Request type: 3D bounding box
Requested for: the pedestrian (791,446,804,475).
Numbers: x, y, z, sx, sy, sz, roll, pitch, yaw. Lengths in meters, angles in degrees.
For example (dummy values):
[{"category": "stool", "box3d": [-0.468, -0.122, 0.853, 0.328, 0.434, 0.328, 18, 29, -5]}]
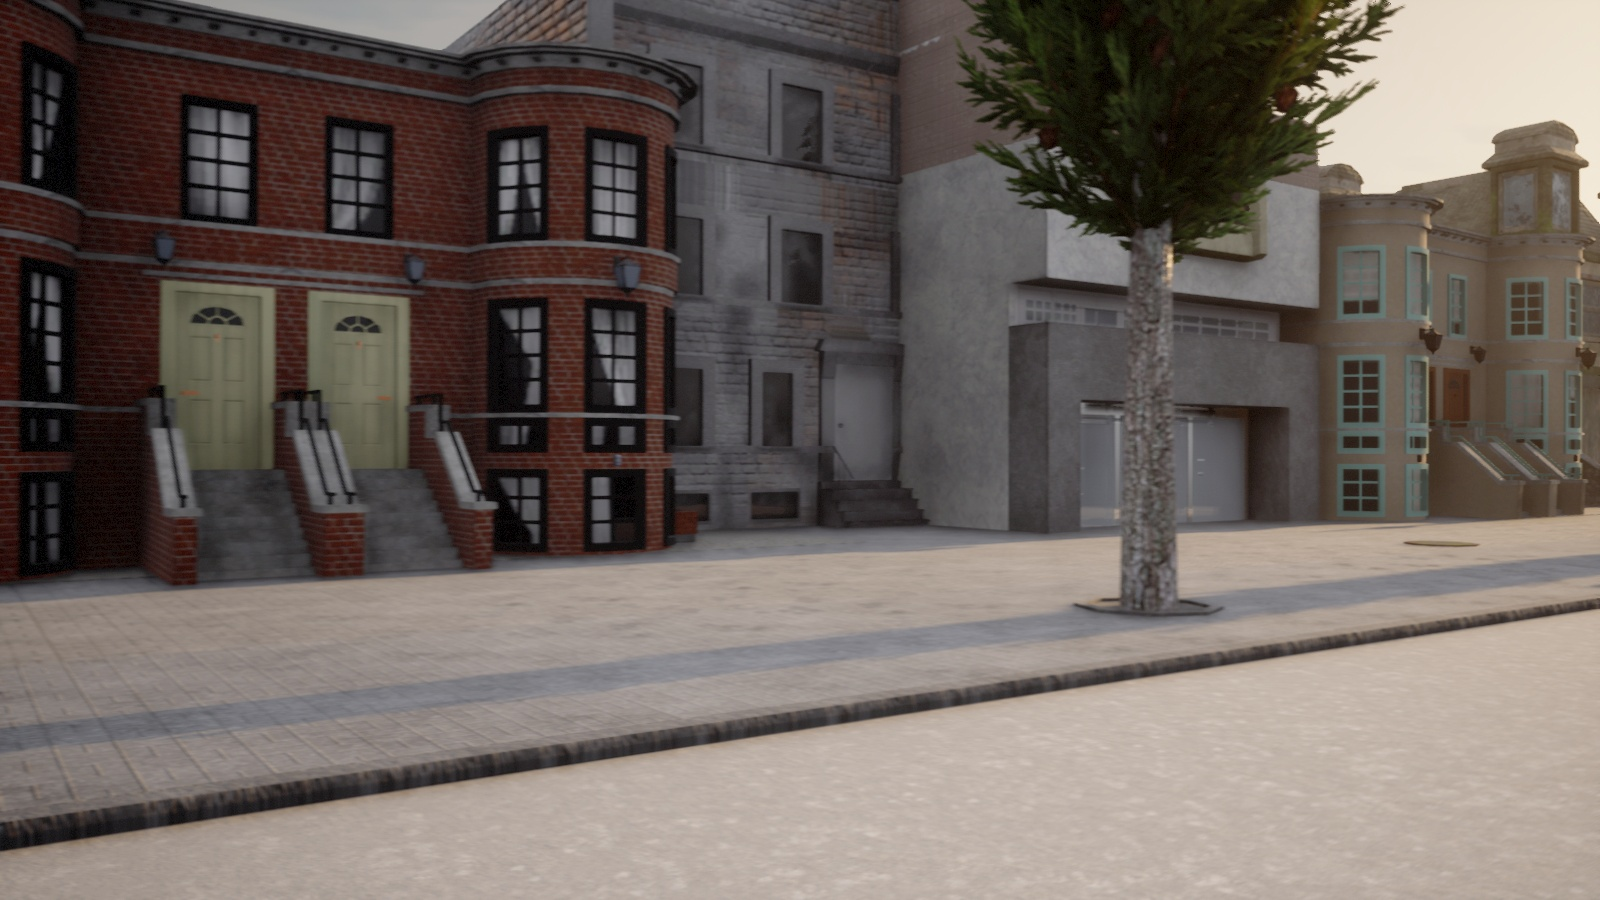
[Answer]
[{"category": "pedestrian", "box3d": [-0.153, 0.650, 79.713, 0.328, 1.805, 0.869, 0, 0, -36]}]
